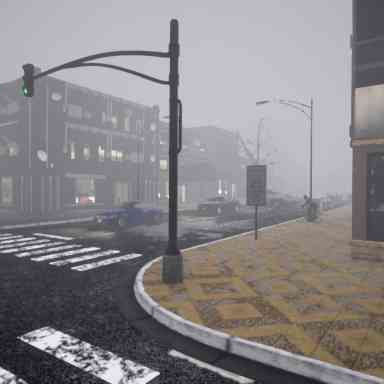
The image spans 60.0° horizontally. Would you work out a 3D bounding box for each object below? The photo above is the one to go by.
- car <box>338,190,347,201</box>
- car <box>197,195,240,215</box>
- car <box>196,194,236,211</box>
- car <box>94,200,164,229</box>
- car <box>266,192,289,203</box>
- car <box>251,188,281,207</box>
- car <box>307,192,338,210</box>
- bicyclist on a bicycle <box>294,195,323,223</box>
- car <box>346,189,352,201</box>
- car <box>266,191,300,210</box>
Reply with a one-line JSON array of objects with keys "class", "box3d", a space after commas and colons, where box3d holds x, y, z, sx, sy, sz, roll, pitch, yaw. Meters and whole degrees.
[{"class": "car", "box3d": [21.764, 0.698, 50.844, 1.895, 1.301, 4.718, 1, 1, 35]}, {"class": "car", "box3d": [2.350, 1.028, 28.437, 1.882, 1.535, 5.008, 1, 1, 35]}, {"class": "car", "box3d": [2.450, 1.011, 33.340, 2.008, 1.369, 4.403, 2, 2, 35]}, {"class": "car", "box3d": [-3.600, 1.248, 19.843, 1.812, 1.442, 4.674, 1, 1, 37]}, {"class": "car", "box3d": [12.170, 0.767, 47.203, 1.802, 1.307, 4.206, 2, 2, 35]}, {"class": "car", "box3d": [8.369, 0.599, 37.105, 2.150, 2.045, 5.566, 1, 1, 35]}, {"class": "car", "box3d": [12.711, 0.993, 33.029, 2.008, 1.369, 4.403, 2, 2, 35]}, {"class": "bicyclist on a bicycle", "box3d": [6.830, 1.003, 19.562, 1.656, 1.620, 0.582, 0, 1, 35]}, {"class": "car", "box3d": [25.481, 0.619, 51.641, 1.887, 1.381, 4.507, 2, 2, 35]}, {"class": "car", "box3d": [9.162, 0.948, 32.656, 2.128, 1.511, 4.902, 1, 1, 35]}]
